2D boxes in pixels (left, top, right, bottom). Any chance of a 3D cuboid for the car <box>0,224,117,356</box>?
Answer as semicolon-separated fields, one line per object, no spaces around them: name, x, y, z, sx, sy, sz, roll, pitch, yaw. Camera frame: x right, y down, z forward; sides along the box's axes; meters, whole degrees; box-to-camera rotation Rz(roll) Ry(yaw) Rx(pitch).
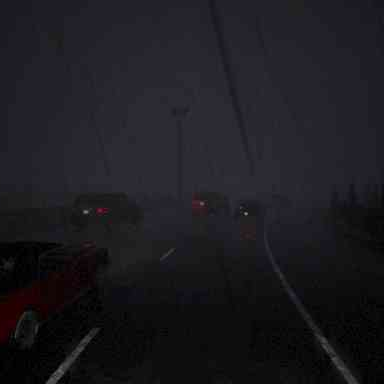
car;-3.036;1.542;5.952;1.895;1.301;4.718;0;0;4

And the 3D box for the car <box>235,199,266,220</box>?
car;4.527;1.301;25.692;1.837;1.490;4.892;0;0;17

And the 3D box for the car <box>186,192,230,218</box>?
car;1.637;0.992;28.193;2.150;2.045;5.566;0;0;19

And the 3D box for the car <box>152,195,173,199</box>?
car;-3.836;1.142;42.784;1.837;1.490;4.892;0;0;26

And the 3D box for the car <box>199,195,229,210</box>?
car;2.725;1.155;39.793;1.882;1.535;5.008;0;1;25

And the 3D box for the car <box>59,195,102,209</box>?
car;-13.051;1.133;39.162;2.128;1.511;4.902;0;0;22

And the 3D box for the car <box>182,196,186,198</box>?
car;0.004;1.001;57.789;1.882;1.535;5.008;0;0;28

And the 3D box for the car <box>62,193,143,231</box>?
car;-4.620;1.052;18.869;2.150;2.045;5.566;0;0;12

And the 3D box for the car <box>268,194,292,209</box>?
car;10.569;1.050;39.827;2.097;1.767;4.553;0;0;26
